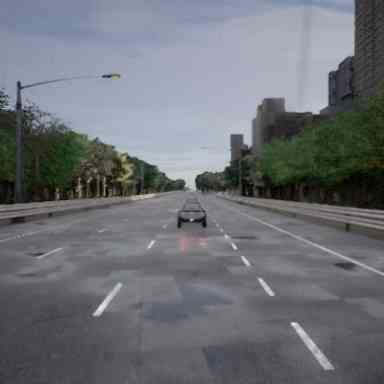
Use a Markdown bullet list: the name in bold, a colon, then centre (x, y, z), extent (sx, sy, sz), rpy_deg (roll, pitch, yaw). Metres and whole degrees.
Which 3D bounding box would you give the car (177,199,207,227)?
- **car**: centre (-0.001, 1.503, 22.880), extent (2.128, 1.511, 4.902), rpy_deg (0, 0, 0)

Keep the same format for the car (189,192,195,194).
- **car**: centre (-0.001, 1.425, 82.035), extent (1.837, 1.490, 4.892), rpy_deg (0, 0, 0)

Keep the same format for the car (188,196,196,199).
- **car**: centre (0.002, 1.497, 38.017), extent (2.128, 1.511, 4.902), rpy_deg (0, 0, 0)

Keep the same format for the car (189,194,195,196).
- **car**: centre (-0.002, 1.492, 56.018), extent (1.837, 1.490, 4.892), rpy_deg (0, 0, 0)
